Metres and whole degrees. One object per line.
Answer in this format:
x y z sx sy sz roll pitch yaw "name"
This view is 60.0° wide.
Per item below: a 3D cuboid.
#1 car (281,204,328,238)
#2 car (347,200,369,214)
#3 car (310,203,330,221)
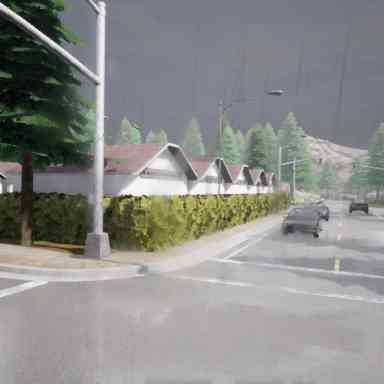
6.376 1.620 18.925 2.033 1.411 5.357 1 0 24 "car"
19.148 1.658 38.308 1.837 1.490 4.892 1 0 23 "car"
10.485 1.644 27.951 1.994 1.385 4.181 1 0 25 "car"
